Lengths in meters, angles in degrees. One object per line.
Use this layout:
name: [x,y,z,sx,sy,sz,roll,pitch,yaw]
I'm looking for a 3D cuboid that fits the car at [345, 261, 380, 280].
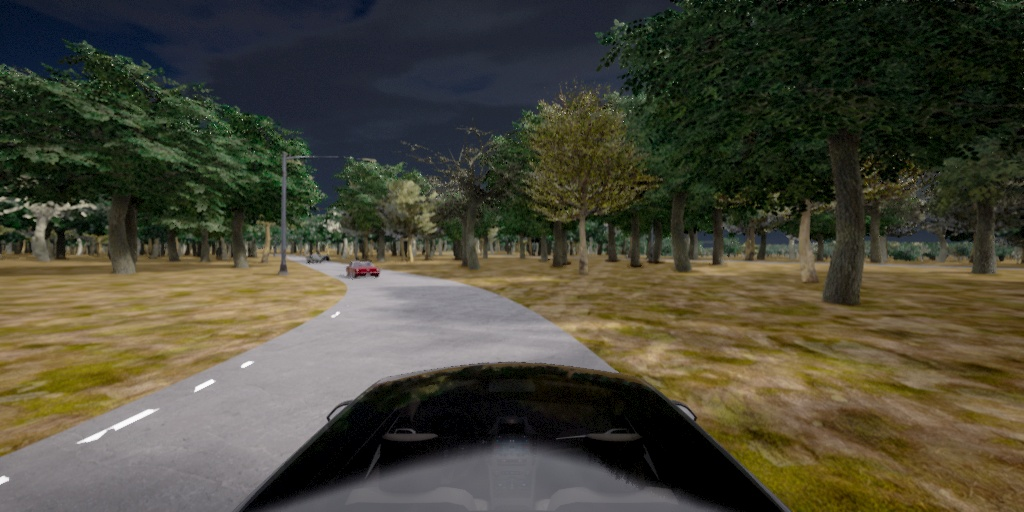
car: [-11.799,1.085,28.283,1.895,1.301,4.718,0,0,-33]
